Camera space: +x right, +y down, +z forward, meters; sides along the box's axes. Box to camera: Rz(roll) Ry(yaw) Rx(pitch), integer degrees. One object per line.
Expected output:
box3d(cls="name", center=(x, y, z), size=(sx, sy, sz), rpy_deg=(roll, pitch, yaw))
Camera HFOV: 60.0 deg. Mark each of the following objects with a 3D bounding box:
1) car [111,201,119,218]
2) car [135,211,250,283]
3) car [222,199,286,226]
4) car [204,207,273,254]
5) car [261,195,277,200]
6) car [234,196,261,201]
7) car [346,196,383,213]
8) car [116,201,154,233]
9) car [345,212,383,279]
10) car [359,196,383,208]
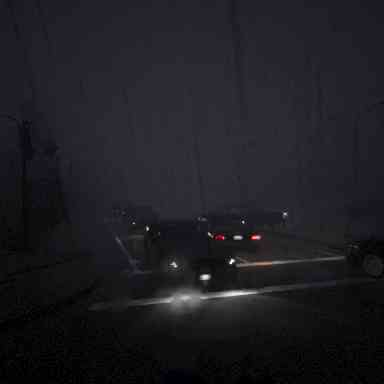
box3d(cls="car", center=(-6.290, 1.515, 30.106), size=(2.033, 1.411, 5.357), rpy_deg=(0, 0, -17))
box3d(cls="car", center=(-0.369, 1.543, 10.128), size=(2.033, 1.411, 5.357), rpy_deg=(0, 0, -15))
box3d(cls="car", center=(2.835, 1.466, 19.916), size=(5.357, 1.411, 2.033), rpy_deg=(-3, 1, -15))
box3d(cls="car", center=(1.347, 1.538, 13.410), size=(2.033, 1.411, 5.357), rpy_deg=(0, 0, -4))
box3d(cls="car", center=(10.294, 1.277, 47.147), size=(2.152, 1.636, 5.027), rpy_deg=(0, 0, -17))
box3d(cls="car", center=(7.307, 1.287, 46.187), size=(2.007, 1.523, 4.514), rpy_deg=(0, 0, -17))
box3d(cls="car", center=(15.568, 1.356, 29.241), size=(1.970, 1.475, 3.806), rpy_deg=(0, 0, -17))
box3d(cls="car", center=(-3.116, 1.529, 19.958), size=(2.033, 1.411, 5.357), rpy_deg=(0, 0, -17))
box3d(cls="car", center=(6.536, 1.475, 8.267), size=(5.008, 1.535, 1.882), rpy_deg=(0, 0, 39))
box3d(cls="car", center=(23.857, 1.273, 43.239), size=(1.845, 1.501, 3.633), rpy_deg=(0, 0, -17))
